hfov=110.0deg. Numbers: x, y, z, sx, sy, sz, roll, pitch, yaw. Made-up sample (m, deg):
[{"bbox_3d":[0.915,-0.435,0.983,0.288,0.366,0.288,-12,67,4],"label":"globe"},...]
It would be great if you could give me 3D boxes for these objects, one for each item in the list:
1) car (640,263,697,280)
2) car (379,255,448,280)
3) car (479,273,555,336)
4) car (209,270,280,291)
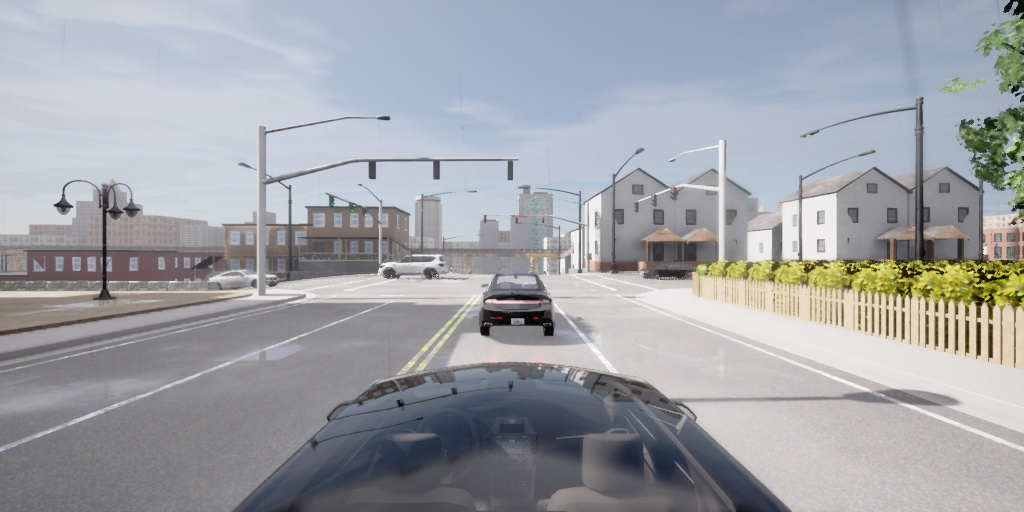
[{"bbox_3d":[13.269,1.276,30.386,4.674,1.442,1.812,0,0,-1],"label":"car"},{"bbox_3d":[-8.207,0.900,30.115,5.566,2.045,2.150,0,0,-1],"label":"car"},{"bbox_3d":[0.118,1.242,10.394,2.128,1.511,4.902,0,0,0],"label":"car"},{"bbox_3d":[-19.659,1.742,26.266,4.674,1.442,1.812,-4,0,1],"label":"car"}]
